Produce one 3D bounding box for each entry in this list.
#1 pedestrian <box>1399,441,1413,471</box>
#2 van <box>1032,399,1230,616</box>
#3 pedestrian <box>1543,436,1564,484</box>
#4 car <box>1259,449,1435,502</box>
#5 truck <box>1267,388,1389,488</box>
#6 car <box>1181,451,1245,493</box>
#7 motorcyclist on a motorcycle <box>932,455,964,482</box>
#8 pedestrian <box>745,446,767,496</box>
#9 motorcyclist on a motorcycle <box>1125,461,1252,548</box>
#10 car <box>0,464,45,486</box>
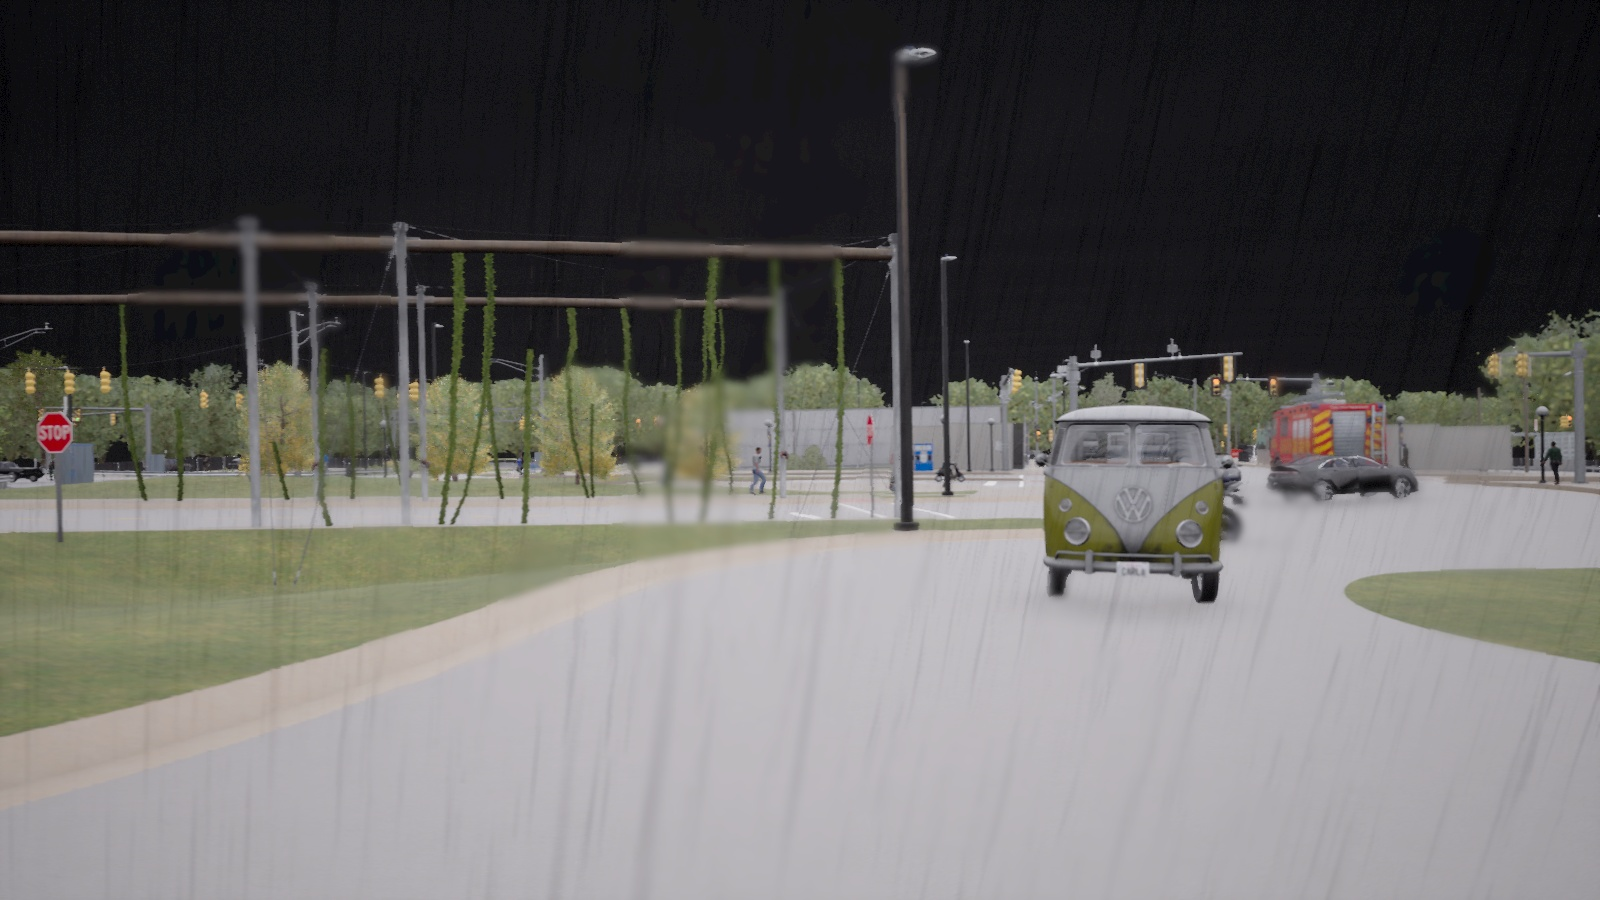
[{"bbox_3d":[38.948,0.400,80.700,0.692,1.930,0.395,-1,1,5],"label":"pedestrian"},{"bbox_3d":[3.589,0.534,13.879,1.775,1.987,4.442,0,0,13],"label":"van"},{"bbox_3d":[31.465,0.408,52.448,0.423,1.949,0.788,-1,1,6],"label":"pedestrian"},{"bbox_3d":[17.667,0.792,40.629,4.902,1.511,2.128,-2,0,-13],"label":"car"},{"bbox_3d":[22.159,-0.421,53.238,2.891,3.827,8.468,-1,-1,10],"label":"truck"},{"bbox_3d":[16.119,0.824,49.247,2.163,1.488,4.792,-1,0,16],"label":"car"},{"bbox_3d":[8.623,1.070,73.170,1.817,1.590,0.866,0,0,5],"label":"motorcyclist on a motorcycle"},{"bbox_3d":[-1.644,0.777,47.099,0.706,1.836,0.354,-2,1,-15],"label":"pedestrian"},{"bbox_3d":[7.197,0.990,23.280,2.191,1.530,0.866,1,0,-23],"label":"motorcyclist on a motorcycle"},{"bbox_3d":[-49.425,1.573,77.658,4.718,1.301,1.895,-1,0,13],"label":"car"}]
